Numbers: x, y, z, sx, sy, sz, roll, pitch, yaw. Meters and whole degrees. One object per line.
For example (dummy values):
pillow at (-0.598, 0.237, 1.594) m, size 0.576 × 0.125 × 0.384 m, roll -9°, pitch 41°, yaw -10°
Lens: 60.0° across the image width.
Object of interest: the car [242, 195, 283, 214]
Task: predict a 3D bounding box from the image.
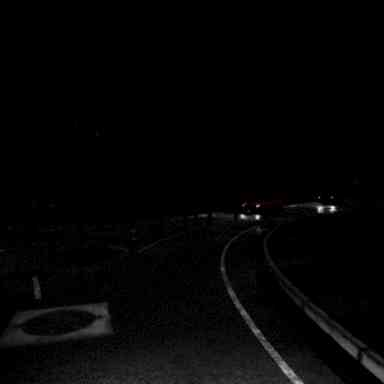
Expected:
car at (6.862, 1.143, 32.318) m, size 4.553 × 1.767 × 2.097 m, roll -2°, pitch 1°, yaw -43°

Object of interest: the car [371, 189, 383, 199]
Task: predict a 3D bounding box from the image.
car at (29.373, 0.358, 53.589) m, size 4.902 × 1.511 × 2.128 m, roll -3°, pitch 1°, yaw -43°

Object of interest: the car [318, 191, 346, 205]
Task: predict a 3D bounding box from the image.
car at (18.066, 0.706, 42.935) m, size 4.553 × 1.767 × 2.097 m, roll -2°, pitch 1°, yaw -43°
